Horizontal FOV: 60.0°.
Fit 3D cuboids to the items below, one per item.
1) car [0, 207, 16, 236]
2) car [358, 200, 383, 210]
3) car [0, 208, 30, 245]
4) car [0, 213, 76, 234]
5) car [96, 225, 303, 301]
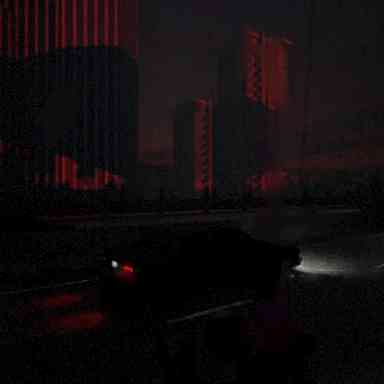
[{"bbox_3d":[-11.619,1.564,17.198,4.181,1.385,1.994,0,0,-35],"label":"car"},{"bbox_3d":[22.796,1.615,41.715,4.718,1.301,1.895,0,0,-35],"label":"car"},{"bbox_3d":[-9.686,1.526,14.278,4.674,1.442,1.812,0,0,-35],"label":"car"},{"bbox_3d":[-6.914,1.548,11.956,5.357,1.411,2.033,0,0,-35],"label":"car"},{"bbox_3d":[0.431,1.546,8.350,5.357,1.411,2.033,0,0,-35],"label":"car"}]
